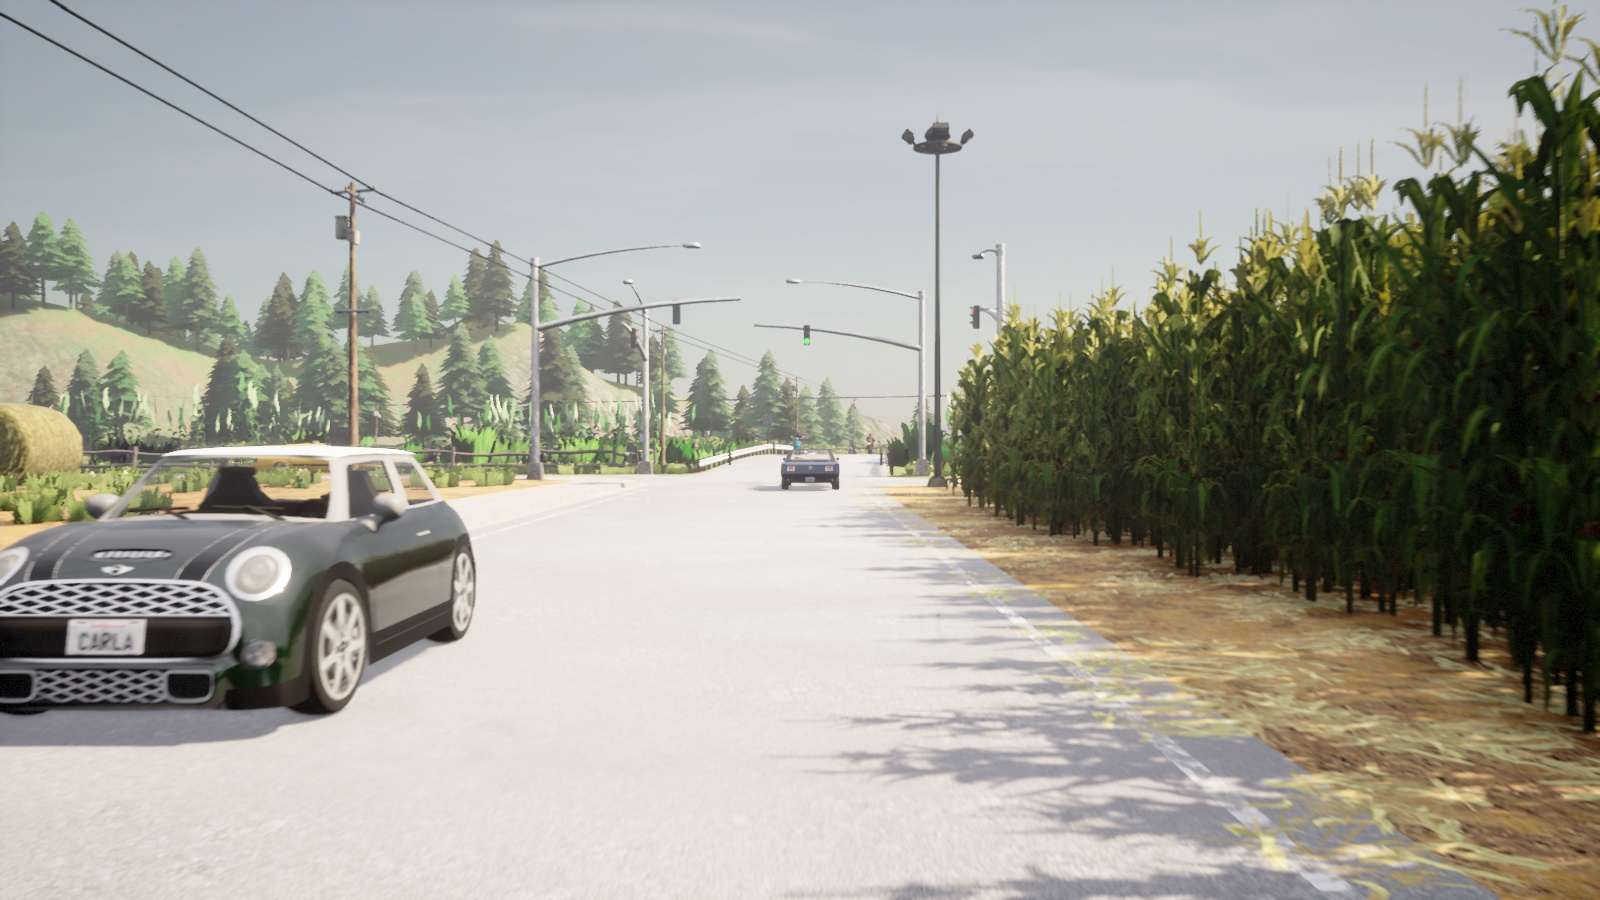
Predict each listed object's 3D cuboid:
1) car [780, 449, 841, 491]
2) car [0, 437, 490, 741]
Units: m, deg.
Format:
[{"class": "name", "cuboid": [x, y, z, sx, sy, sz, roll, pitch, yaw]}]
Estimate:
[{"class": "car", "cuboid": [0.362, 0.612, 41.501, 1.895, 1.301, 4.718, 0, 0, 1]}, {"class": "car", "cuboid": [-3.443, 0.664, 8.004, 1.970, 1.475, 3.806, 0, 0, 0]}]
